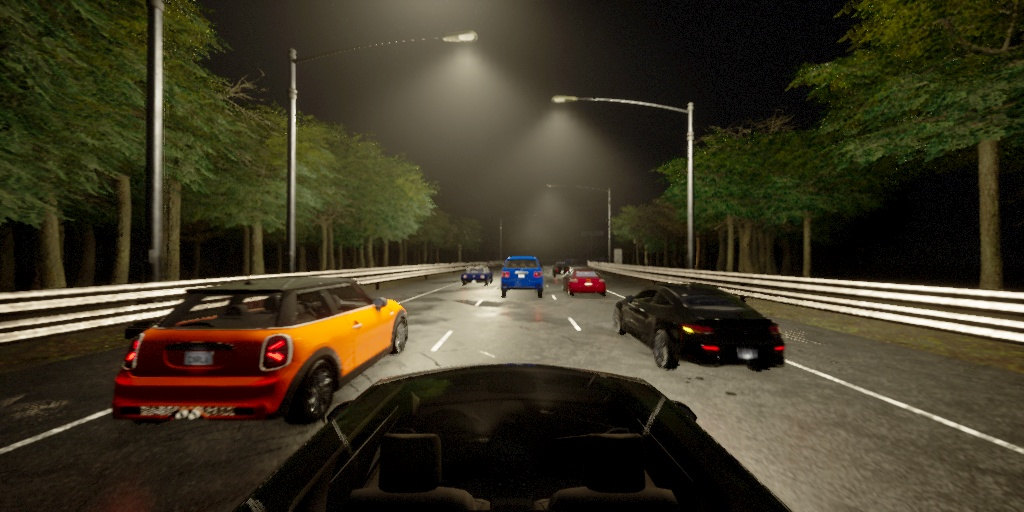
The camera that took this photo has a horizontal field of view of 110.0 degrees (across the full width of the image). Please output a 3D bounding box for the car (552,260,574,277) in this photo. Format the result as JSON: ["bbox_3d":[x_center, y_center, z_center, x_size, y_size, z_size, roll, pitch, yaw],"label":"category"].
[{"bbox_3d":[5.365,1.476,38.950,1.812,1.442,4.674,0,0,6],"label":"car"}]

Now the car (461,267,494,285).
[{"bbox_3d":[-2.504,1.491,27.176,1.895,1.301,4.718,0,0,4],"label":"car"}]

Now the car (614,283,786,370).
[{"bbox_3d":[3.584,1.311,7.699,1.812,1.442,4.674,0,0,1],"label":"car"}]

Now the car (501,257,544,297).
[{"bbox_3d":[0.591,1.073,20.013,2.150,2.045,5.566,0,0,3],"label":"car"}]

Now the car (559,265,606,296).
[{"bbox_3d":[4.002,1.418,20.294,1.994,1.385,4.181,0,0,3],"label":"car"}]

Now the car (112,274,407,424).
[{"bbox_3d":[-3.327,1.125,5.959,2.097,1.767,4.553,0,0,1],"label":"car"}]
